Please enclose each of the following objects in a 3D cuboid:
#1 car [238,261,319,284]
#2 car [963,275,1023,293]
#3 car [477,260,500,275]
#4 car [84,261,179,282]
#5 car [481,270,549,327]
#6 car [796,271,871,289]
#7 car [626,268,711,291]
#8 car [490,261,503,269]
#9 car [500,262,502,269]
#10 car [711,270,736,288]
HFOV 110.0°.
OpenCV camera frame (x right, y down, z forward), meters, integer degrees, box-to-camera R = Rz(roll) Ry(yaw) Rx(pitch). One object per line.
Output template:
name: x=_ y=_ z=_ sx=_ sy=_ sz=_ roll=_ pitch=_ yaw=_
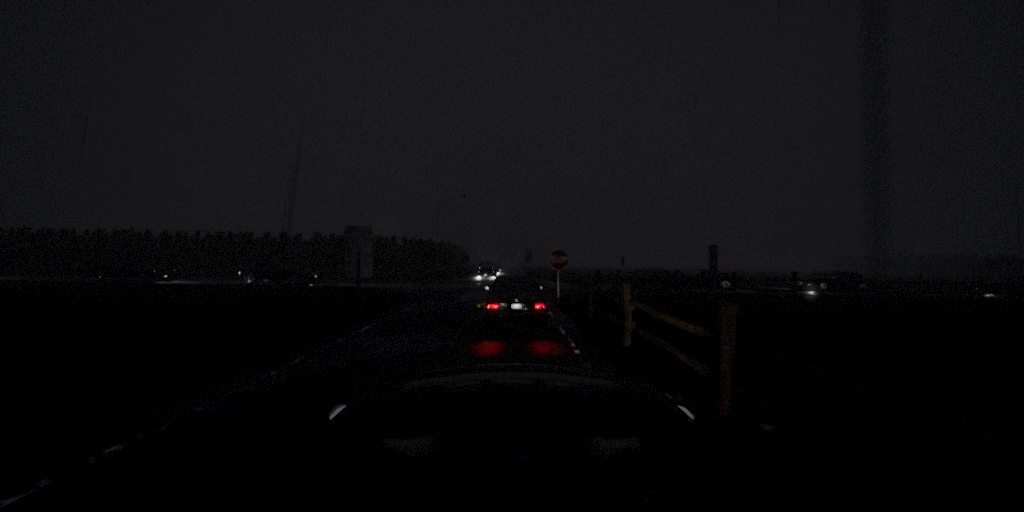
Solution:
car: x=-15.660 y=1.078 z=24.210 sx=4.902 sy=1.511 sz=2.128 roll=1 pitch=-1 yaw=1
car: x=38.104 y=2.135 z=27.341 sx=5.357 sy=1.411 sz=2.033 roll=1 pitch=-1 yaw=0
car: x=-2.842 y=1.284 z=41.451 sx=2.097 sy=1.767 sz=4.553 roll=0 pitch=0 yaw=0
car: x=-25.568 y=1.012 z=24.218 sx=4.718 sy=1.301 sz=1.895 roll=1 pitch=-1 yaw=0
car: x=0.068 y=1.343 z=11.656 sx=2.033 sy=1.411 sz=5.357 roll=0 pitch=0 yaw=-1
car: x=24.372 y=1.846 z=27.315 sx=4.892 sy=1.490 sz=1.837 roll=1 pitch=-1 yaw=0
car: x=10.288 y=1.540 z=24.325 sx=4.902 sy=1.511 sz=2.128 roll=1 pitch=-1 yaw=-3
car: x=-2.772 y=1.584 z=64.392 sx=2.033 sy=1.411 sz=5.357 roll=0 pitch=0 yaw=0
car: x=-2.835 y=1.580 z=51.687 sx=1.895 sy=1.301 sz=4.718 roll=0 pitch=0 yaw=0
car: x=14.427 y=1.688 z=27.283 sx=4.674 sy=1.442 sz=1.812 roll=1 pitch=-1 yaw=0
